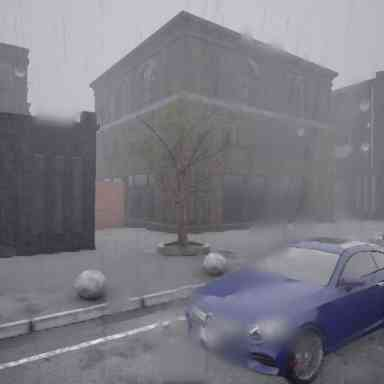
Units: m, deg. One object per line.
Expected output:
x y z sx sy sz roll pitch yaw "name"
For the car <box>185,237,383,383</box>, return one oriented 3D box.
2.090 1.527 5.480 4.674 1.442 1.812 0 0 -35 "car"
